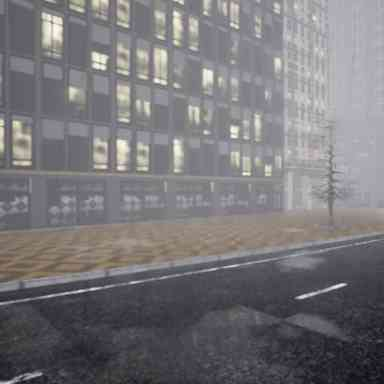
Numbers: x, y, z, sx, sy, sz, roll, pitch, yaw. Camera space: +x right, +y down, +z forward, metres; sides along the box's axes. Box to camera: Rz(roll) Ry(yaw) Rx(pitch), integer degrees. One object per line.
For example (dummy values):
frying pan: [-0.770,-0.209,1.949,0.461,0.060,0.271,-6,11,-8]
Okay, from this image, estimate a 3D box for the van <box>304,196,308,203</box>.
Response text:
van: [26.851,1.924,80.681,1.690,1.788,3.998,0,0,-39]

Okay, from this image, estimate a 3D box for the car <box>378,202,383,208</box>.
car: [34.606,2.313,57.680,1.947,1.339,4.313,0,0,-39]

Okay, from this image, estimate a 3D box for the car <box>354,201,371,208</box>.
car: [31.030,2.295,62.100,1.802,1.307,4.206,0,0,-39]
